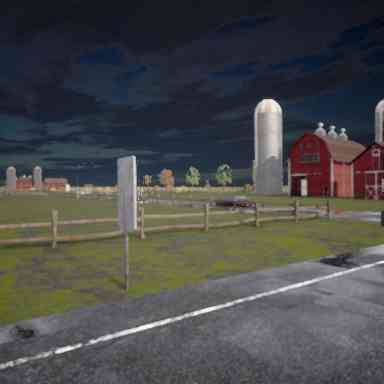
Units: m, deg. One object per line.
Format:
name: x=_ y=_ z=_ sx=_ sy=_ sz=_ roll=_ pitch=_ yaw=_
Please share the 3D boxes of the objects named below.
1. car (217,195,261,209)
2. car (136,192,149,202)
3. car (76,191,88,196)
car: x=4.945 y=1.062 z=36.279 sx=2.033 sy=1.411 sz=5.357 roll=-1 pitch=1 yaw=-36
car: x=-9.007 y=0.793 z=55.697 sx=1.837 sy=1.490 sz=4.892 roll=-1 pitch=1 yaw=-35
car: x=-29.387 y=0.320 z=88.754 sx=1.895 sy=1.301 sz=4.718 roll=-1 pitch=1 yaw=-36
